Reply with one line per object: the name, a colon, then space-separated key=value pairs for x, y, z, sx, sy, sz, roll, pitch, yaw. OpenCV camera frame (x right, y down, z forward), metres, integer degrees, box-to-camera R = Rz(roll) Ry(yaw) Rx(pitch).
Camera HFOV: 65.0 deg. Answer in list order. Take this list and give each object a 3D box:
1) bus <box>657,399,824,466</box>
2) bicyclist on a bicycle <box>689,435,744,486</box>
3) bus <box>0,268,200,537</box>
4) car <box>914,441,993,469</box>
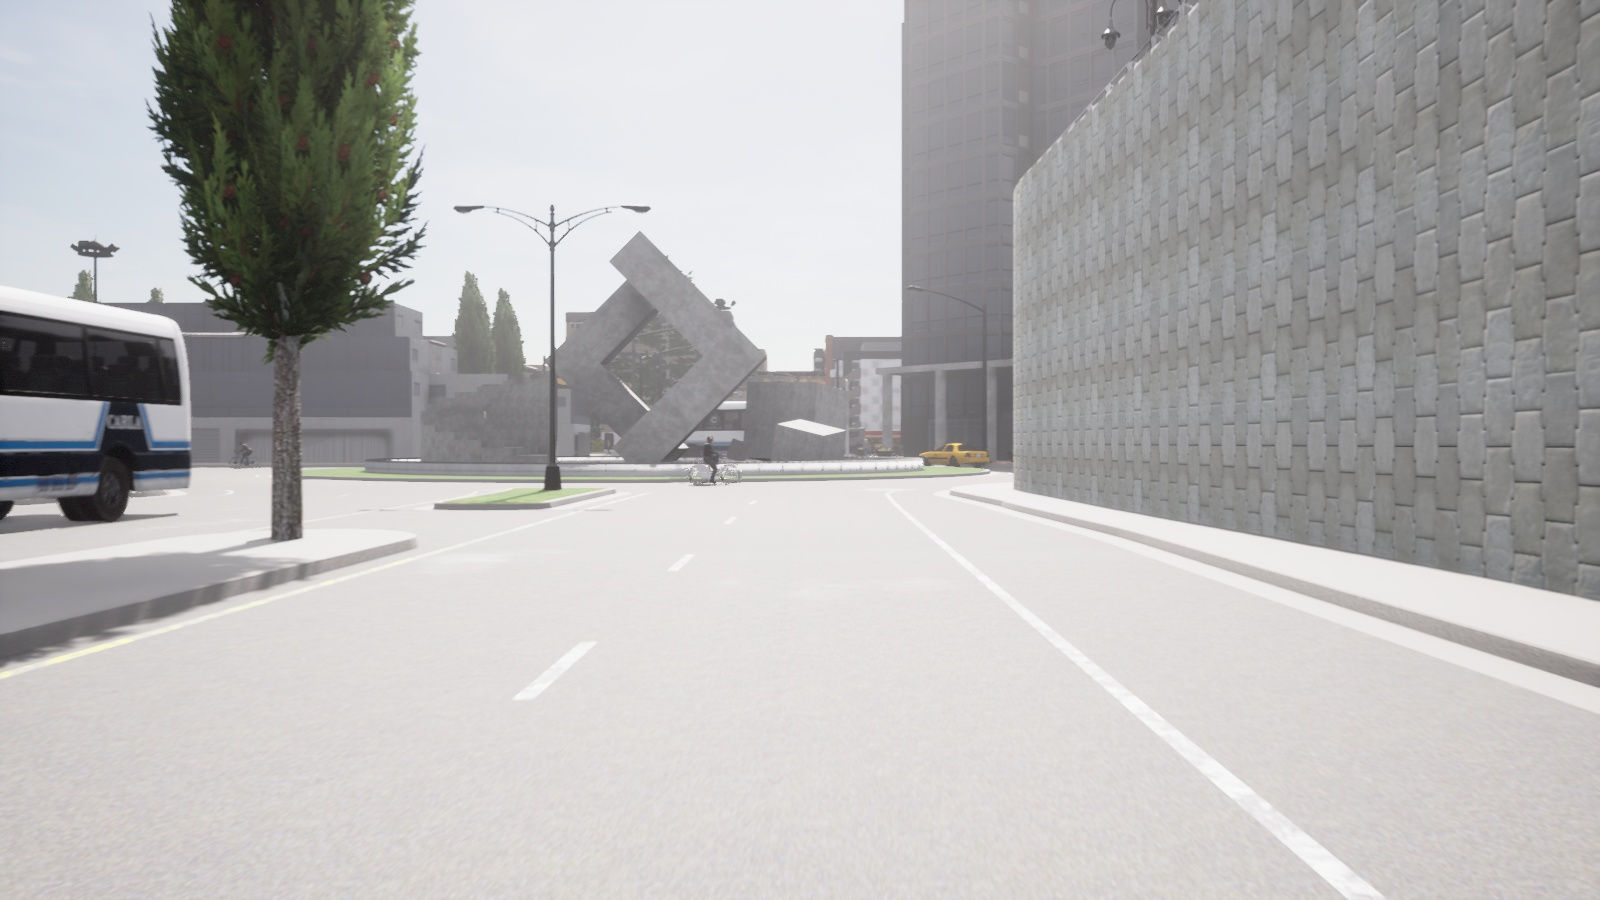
bus: x=-3.944 y=-1.103 z=83.095 sx=10.273 sy=4.253 sz=3.944 roll=0 pitch=0 yaw=19
bicyclist on a bicycle: x=-2.944 y=0.363 z=44.457 sx=1.843 sy=1.776 sz=0.659 roll=0 pitch=0 yaw=-13
bus: x=-14.618 y=-0.762 z=21.117 sx=3.944 sy=4.253 sz=10.273 roll=0 pitch=0 yaw=1
car: x=8.982 y=0.276 z=73.941 sx=1.801 sy=1.575 sz=5.366 roll=0 pitch=0 yaw=-30
